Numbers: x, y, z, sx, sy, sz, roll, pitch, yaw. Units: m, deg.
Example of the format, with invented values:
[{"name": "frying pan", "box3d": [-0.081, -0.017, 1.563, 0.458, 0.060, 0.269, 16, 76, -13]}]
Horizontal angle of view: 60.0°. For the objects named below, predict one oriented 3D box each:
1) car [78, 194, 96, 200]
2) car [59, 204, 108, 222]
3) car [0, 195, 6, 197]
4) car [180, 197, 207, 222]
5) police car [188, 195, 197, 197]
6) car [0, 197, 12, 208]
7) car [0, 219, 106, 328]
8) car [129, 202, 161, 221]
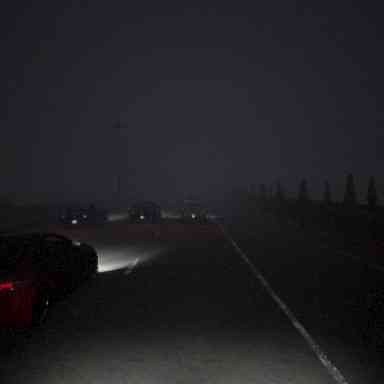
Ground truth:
[{"name": "car", "box3d": [-17.506, 1.081, 55.516, 1.882, 1.535, 5.008, 0, 0, 0]}, {"name": "car", "box3d": [-6.900, 1.443, 21.746, 1.895, 1.301, 4.718, 0, 0, 0]}, {"name": "car", "box3d": [-21.073, 1.099, 34.993, 2.097, 1.767, 4.553, 0, 0, 0]}, {"name": "car", "box3d": [0.093, 1.352, 24.010, 1.812, 1.442, 4.674, 0, 0, 0]}, {"name": "police car", "box3d": [0.098, 1.206, 41.061, 2.038, 1.542, 4.974, 0, 0, 0]}, {"name": "car", "box3d": [-14.095, 1.317, 22.170, 1.882, 1.535, 5.008, 0, 0, 0]}, {"name": "car", "box3d": [-3.400, 1.513, 6.882, 1.994, 1.385, 4.181, 0, 0, 0]}, {"name": "car", "box3d": [-3.402, 1.420, 24.942, 1.895, 1.301, 4.718, 0, 0, 0]}]
